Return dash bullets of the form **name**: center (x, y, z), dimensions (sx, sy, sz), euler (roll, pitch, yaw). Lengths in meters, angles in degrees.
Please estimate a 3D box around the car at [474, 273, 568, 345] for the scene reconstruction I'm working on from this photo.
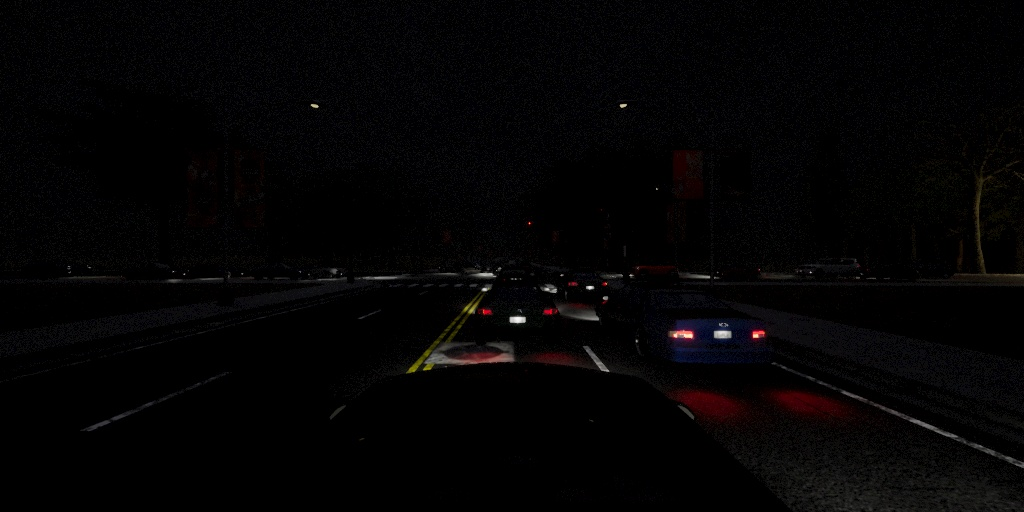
- **car**: center (0.106, 1.320, 9.580), dimensions (1.994, 1.385, 4.181), euler (0, 0, 0)

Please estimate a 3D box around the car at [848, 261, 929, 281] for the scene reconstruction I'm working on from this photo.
- **car**: center (35.277, 1.510, 33.708), dimensions (4.902, 1.511, 2.128), euler (0, 0, 0)

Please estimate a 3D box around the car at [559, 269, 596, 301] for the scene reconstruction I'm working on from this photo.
- **car**: center (3.356, 1.340, 17.475), dimensions (1.994, 1.385, 4.181), euler (0, 0, 0)

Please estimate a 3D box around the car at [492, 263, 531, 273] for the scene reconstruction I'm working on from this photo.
- **car**: center (0.098, 1.283, 18.486), dimensions (1.837, 1.490, 4.892), euler (0, 0, 0)

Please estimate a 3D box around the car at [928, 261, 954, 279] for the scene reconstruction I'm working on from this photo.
- **car**: center (42.657, 1.568, 37.185), dimensions (4.902, 1.511, 2.128), euler (0, 0, 0)

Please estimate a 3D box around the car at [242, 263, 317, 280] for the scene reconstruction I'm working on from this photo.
- **car**: center (-19.390, 1.280, 30.067), dimensions (4.674, 1.442, 1.812), euler (0, 0, -2)

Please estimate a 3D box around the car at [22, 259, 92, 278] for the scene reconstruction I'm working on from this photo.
- **car**: center (-41.898, 1.040, 33.109), dimensions (4.553, 1.767, 2.097), euler (0, 0, 0)

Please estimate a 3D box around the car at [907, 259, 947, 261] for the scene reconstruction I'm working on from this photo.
- **car**: center (45.924, 1.328, 40.434), dimensions (5.566, 2.045, 2.150), euler (0, 0, 0)

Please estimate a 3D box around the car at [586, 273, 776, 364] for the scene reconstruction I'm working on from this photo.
- **car**: center (3.353, 1.303, 8.231), dimensions (2.033, 1.411, 5.357), euler (0, 0, 0)

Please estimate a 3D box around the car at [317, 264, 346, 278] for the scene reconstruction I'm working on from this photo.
- **car**: center (-18.078, 1.365, 33.321), dimensions (4.718, 1.301, 1.895), euler (0, 0, -1)

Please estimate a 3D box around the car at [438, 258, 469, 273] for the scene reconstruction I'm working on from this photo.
- **car**: center (-7.467, 1.373, 44.730), dimensions (1.837, 1.490, 4.892), euler (1, -1, 15)

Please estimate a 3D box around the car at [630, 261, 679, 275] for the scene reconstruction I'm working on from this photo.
- **car**: center (14.598, 1.265, 36.984), dimensions (4.553, 1.767, 2.097), euler (0, 0, -1)

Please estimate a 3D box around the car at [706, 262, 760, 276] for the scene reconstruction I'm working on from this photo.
- **car**: center (24.802, 1.475, 40.325), dimensions (4.892, 1.490, 1.837), euler (0, 0, -1)

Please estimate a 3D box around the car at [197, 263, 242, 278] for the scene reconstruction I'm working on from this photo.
- **car**: center (-27.220, 1.332, 33.235), dimensions (4.718, 1.301, 1.895), euler (0, 0, -1)

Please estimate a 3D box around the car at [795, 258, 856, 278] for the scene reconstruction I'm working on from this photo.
- **car**: center (32.674, 1.230, 37.135), dimensions (5.566, 2.045, 2.150), euler (0, 0, 0)

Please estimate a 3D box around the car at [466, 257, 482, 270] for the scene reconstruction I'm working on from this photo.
- **car**: center (-6.565, 1.165, 57.565), dimensions (2.150, 2.045, 5.566), euler (0, -1, 0)

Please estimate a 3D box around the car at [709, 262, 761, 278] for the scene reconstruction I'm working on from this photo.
- **car**: center (23.232, 1.521, 37.078), dimensions (4.181, 1.385, 1.994), euler (0, 0, -2)

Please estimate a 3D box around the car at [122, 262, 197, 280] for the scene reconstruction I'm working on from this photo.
- **car**: center (-29.714, 1.243, 29.961), dimensions (4.674, 1.442, 1.812), euler (0, 0, -1)

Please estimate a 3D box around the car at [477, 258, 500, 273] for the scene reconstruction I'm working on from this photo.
- **car**: center (-3.035, 1.361, 45.055), dimensions (2.128, 1.511, 4.902), euler (0, -1, -5)
